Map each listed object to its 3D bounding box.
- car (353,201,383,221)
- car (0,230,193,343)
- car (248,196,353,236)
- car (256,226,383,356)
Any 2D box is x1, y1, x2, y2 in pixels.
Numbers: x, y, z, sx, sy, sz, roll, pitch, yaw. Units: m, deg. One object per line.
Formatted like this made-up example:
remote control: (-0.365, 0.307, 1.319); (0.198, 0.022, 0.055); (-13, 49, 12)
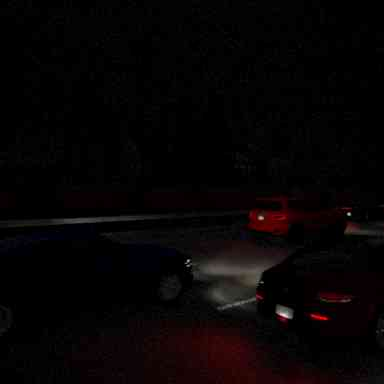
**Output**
car: (13.967, 1.499, 26.837); (4.892, 1.490, 1.837); (2, -1, -36)
car: (-2.287, 1.477, 6.422); (5.008, 1.535, 1.882); (0, 0, -36)
car: (5.184, 1.222, 16.140); (5.566, 2.045, 2.150); (0, 0, -36)
car: (3.164, 1.526, 6.038); (4.674, 1.442, 1.812); (0, 0, -36)
